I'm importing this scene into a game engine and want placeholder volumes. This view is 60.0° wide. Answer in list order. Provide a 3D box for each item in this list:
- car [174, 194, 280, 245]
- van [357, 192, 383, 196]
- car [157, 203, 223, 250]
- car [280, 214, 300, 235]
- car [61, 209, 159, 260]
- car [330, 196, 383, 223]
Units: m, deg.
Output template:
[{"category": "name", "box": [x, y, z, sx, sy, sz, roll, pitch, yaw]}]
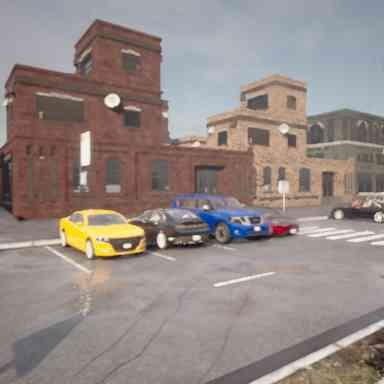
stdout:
[{"category": "car", "box": [1.055, 1.142, 15.757, 2.435, 2.045, 5.566, 0, 0, -35]}, {"category": "van", "box": [14.563, 1.046, 25.539, 1.878, 1.987, 4.442, -1, 0, -35]}, {"category": "car", "box": [-1.222, 1.414, 14.166, 2.231, 1.521, 4.892, 0, 0, -35]}, {"category": "car", "box": [3.323, 1.404, 17.368, 2.163, 1.488, 4.792, 0, 0, -35]}, {"category": "car", "box": [-3.494, 1.431, 12.565, 2.097, 1.535, 5.008, 0, 0, -35]}, {"category": "car", "box": [12.370, 1.294, 23.829, 2.231, 1.521, 4.892, -1, 0, -35]}]
